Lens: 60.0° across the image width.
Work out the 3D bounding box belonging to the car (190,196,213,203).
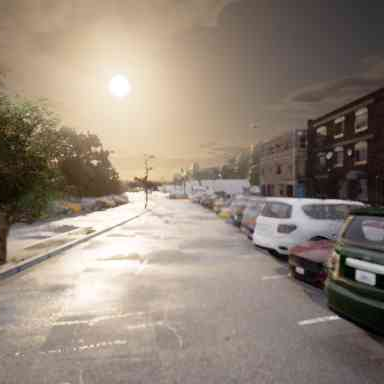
[{"bbox_3d":[2.191,1.699,77.535,4.792,1.488,2.163,1,0,-26],"label":"car"}]

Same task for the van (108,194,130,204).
[{"bbox_3d":[-15.677,1.478,71.351,4.442,1.987,1.878,-1,0,-25],"label":"van"}]

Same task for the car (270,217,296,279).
[{"bbox_3d":[4.748,1.504,8.249,5.008,1.535,2.097,1,0,-20],"label":"car"}]

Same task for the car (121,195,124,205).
[{"bbox_3d":[-14.584,1.702,56.540,4.674,1.452,2.002,-1,0,-24],"label":"car"}]

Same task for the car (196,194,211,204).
[{"bbox_3d":[4.049,1.350,50.440,5.566,2.045,2.435,1,0,-23],"label":"car"}]

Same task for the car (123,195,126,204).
[{"bbox_3d":[-14.789,1.711,59.494,4.674,1.452,2.002,-1,0,-24],"label":"car"}]

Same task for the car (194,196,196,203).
[{"bbox_3d":[3.327,1.669,62.519,4.674,1.452,2.002,1,0,-24],"label":"car"}]

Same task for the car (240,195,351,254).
[{"bbox_3d":[4.770,1.261,11.269,5.566,2.045,2.435,1,0,-20],"label":"car"}]

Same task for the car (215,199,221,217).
[{"bbox_3d":[4.875,1.548,26.376,5.366,1.575,1.946,1,0,-21],"label":"car"}]

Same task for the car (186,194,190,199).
[{"bbox_3d":[2.140,1.651,74.475,5.366,1.575,1.946,1,0,-26],"label":"car"}]

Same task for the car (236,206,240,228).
[{"bbox_3d":[4.742,1.519,14.259,5.008,1.535,2.097,1,0,-20],"label":"car"}]

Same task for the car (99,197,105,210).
[{"bbox_3d":[-13.809,1.648,41.770,4.792,1.488,2.163,-1,0,-22],"label":"car"}]

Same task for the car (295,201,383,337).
[{"bbox_3d":[4.775,1.245,5.260,5.566,2.045,2.435,1,0,-20],"label":"car"}]

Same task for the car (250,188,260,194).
[{"bbox_3d":[16.810,0.412,89.745,2.002,1.452,4.674,-7,4,-31],"label":"car"}]

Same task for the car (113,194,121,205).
[{"bbox_3d":[-14.375,1.527,53.596,4.553,1.767,2.185,-1,0,-23],"label":"car"}]

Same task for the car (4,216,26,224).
[{"bbox_3d":[-13.501,1.310,20.981,5.566,2.045,2.435,-1,0,-20],"label":"car"}]

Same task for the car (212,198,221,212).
[{"bbox_3d":[4.687,1.555,29.319,5.008,1.535,2.097,1,0,-21],"label":"car"}]

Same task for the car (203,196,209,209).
[{"bbox_3d":[4.428,1.582,41.402,5.008,1.535,2.097,1,0,-22],"label":"car"}]

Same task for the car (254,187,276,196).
[{"bbox_3d":[19.756,-0.167,90.269,2.435,2.045,5.566,-7,4,-30],"label":"car"}]

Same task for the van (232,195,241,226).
[{"bbox_3d":[4.631,1.299,17.224,4.442,1.987,1.878,1,0,-20],"label":"van"}]

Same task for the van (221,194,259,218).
[{"bbox_3d":[4.614,1.314,23.249,4.442,1.987,1.878,1,0,-20],"label":"van"}]

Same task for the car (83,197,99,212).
[{"bbox_3d":[-13.770,1.641,38.776,4.792,1.488,2.163,-1,0,-22],"label":"car"}]

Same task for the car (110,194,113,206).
[{"bbox_3d":[-14.117,1.511,47.663,4.553,1.767,2.185,-1,0,-22],"label":"car"}]

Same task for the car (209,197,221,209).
[{"bbox_3d":[4.627,1.563,32.337,4.892,1.521,2.231,1,0,-21],"label":"car"}]

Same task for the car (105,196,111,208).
[{"bbox_3d":[-13.945,1.627,44.712,5.008,1.535,2.097,-1,0,-22],"label":"car"}]

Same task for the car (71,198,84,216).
[{"bbox_3d":[-13.588,1.594,32.867,5.008,1.535,2.097,-1,0,-21],"label":"car"}]

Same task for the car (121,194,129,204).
[{"bbox_3d":[-14.847,1.674,62.529,5.366,1.575,1.946,-1,0,-24],"label":"car"}]

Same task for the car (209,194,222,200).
[{"bbox_3d":[4.563,1.443,35.357,4.553,1.767,2.185,1,0,-22],"label":"car"}]

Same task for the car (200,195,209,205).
[{"bbox_3d":[4.216,1.595,47.436,5.008,1.535,2.097,1,0,-23],"label":"car"}]

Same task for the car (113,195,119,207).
[{"bbox_3d":[-14.405,1.644,50.553,5.366,1.575,1.946,-1,0,-23],"label":"car"}]

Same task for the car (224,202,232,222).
[{"bbox_3d":[4.757,1.564,20.293,4.792,1.488,2.163,1,0,-20],"label":"car"}]

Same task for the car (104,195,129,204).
[{"bbox_3d":[-15.475,1.571,68.363,4.553,1.767,2.185,-1,0,-25],"label":"car"}]

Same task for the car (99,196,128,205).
[{"bbox_3d":[-15.419,1.688,65.322,5.366,1.575,1.946,-1,0,-25],"label":"car"}]

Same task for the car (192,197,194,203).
[{"bbox_3d":[3.110,1.637,65.530,4.892,1.521,2.231,1,0,-25],"label":"car"}]

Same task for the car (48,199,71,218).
[{"bbox_3d":[-13.520,1.460,29.912,4.553,1.767,2.185,-1,0,-21],"label":"car"}]
